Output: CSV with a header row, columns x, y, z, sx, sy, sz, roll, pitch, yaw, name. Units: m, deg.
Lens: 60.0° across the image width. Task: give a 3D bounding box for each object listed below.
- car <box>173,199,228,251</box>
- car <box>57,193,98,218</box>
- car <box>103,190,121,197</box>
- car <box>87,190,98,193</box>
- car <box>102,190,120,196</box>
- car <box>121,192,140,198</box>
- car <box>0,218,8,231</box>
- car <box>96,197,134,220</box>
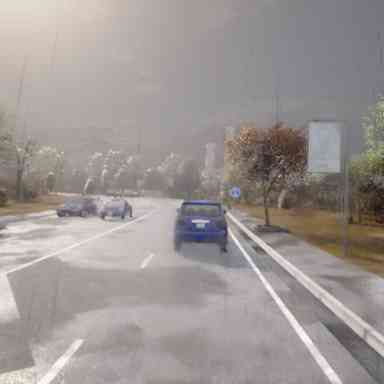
x,y,z,sx,sy,sz,roll,pitch,yaw,name
0.410,1.359,15.082,2.150,2.045,5.566,1,0,2,car
-9.734,1.233,28.442,2.097,1.767,4.553,1,0,2,car
-19.059,0.523,82.731,5.357,1.411,2.033,3,0,45,car
-26.975,0.133,89.739,4.674,1.442,1.812,3,0,35,car
-22.089,0.278,90.423,4.902,1.511,2.128,3,0,35,car
-14.938,0.660,83.428,4.674,1.442,1.812,3,0,45,car
-10.221,1.466,14.462,1.895,1.301,4.718,1,0,2,car
-6.169,1.415,27.770,1.812,1.442,4.674,1,0,2,car
